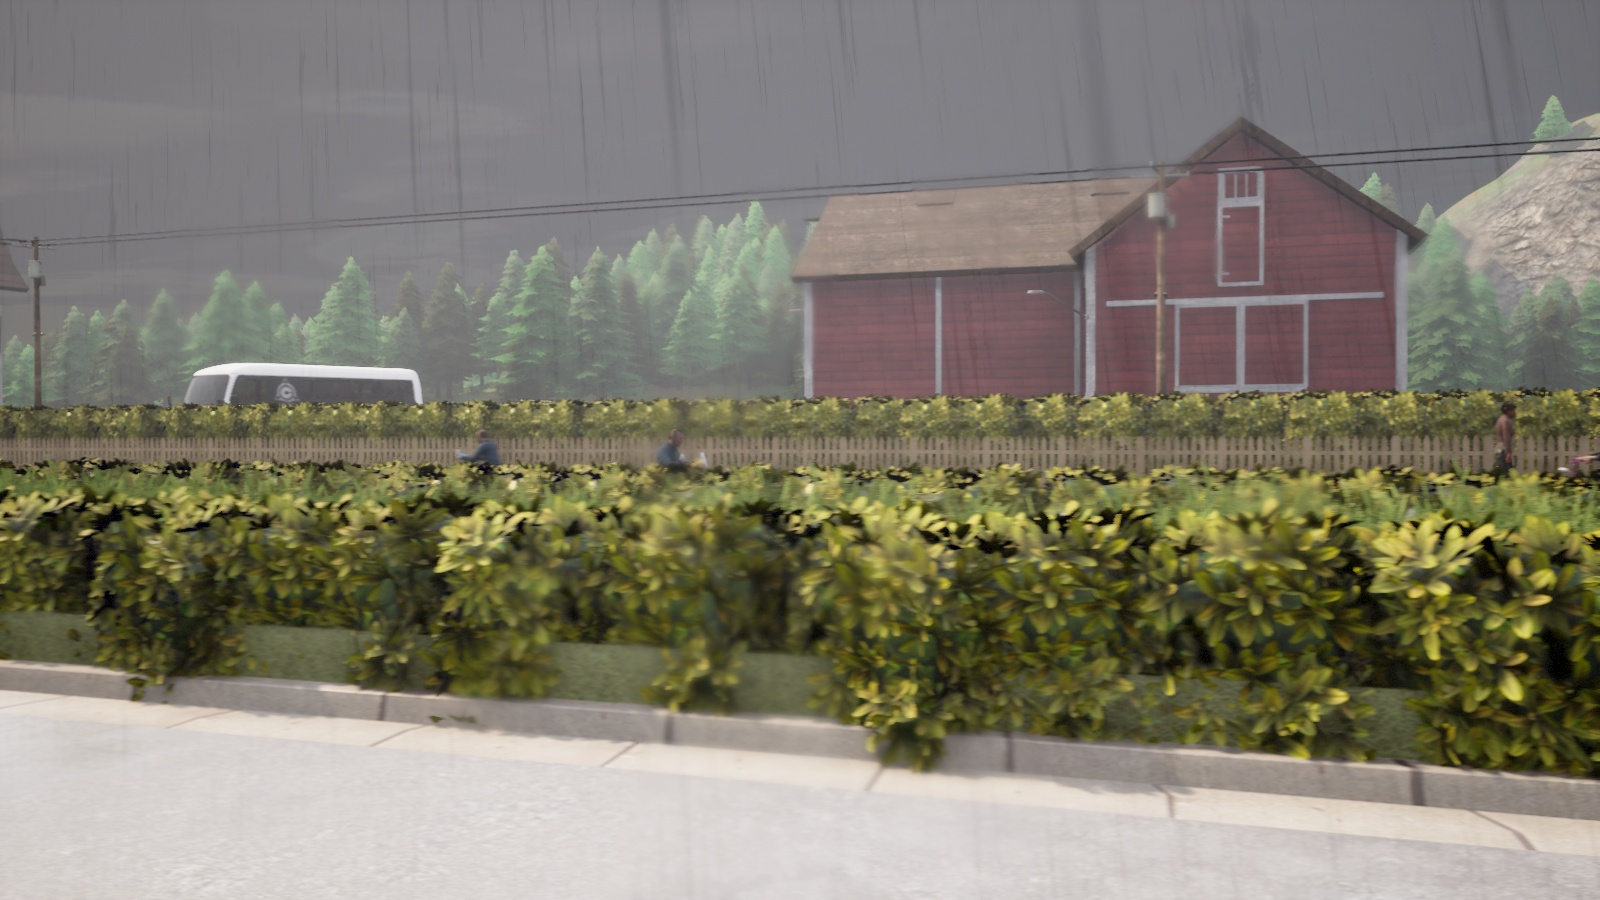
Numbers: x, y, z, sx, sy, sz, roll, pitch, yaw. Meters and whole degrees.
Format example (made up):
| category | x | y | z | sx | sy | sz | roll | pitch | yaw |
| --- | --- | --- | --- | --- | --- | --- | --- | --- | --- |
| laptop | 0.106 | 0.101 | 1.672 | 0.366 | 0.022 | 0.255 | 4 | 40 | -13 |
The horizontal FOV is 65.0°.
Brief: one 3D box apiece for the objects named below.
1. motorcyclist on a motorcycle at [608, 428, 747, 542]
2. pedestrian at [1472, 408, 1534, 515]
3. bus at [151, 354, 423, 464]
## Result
| category | x | y | z | sx | sy | sz | roll | pitch | yaw |
| --- | --- | --- | --- | --- | --- | --- | --- | --- | --- |
| motorcyclist on a motorcycle | -1.785 | 0.477 | 18.305 | 1.817 | 1.590 | 0.866 | 1 | 1 | 18 |
| pedestrian | 12.063 | 0.185 | 21.565 | 0.869 | 1.805 | 0.328 | 1 | 1 | 18 |
| bus | -21.666 | -1.679 | 53.843 | 3.944 | 4.253 | 10.273 | 1 | 1 | 35 |
